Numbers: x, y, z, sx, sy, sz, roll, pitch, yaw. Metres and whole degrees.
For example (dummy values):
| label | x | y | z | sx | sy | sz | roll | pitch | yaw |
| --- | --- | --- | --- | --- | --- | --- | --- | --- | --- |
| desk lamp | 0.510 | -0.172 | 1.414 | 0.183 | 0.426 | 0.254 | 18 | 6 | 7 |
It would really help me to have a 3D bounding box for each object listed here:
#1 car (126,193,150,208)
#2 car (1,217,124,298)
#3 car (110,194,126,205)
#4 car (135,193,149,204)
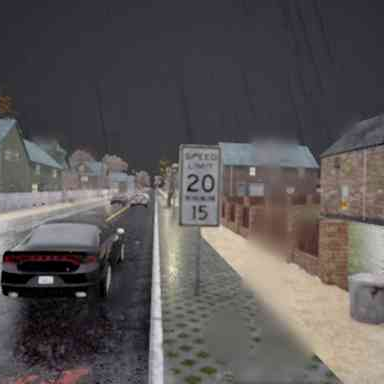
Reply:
| label | x | y | z | sx | sy | sz | roll | pitch | yaw |
| --- | --- | --- | --- | --- | --- | --- | --- | --- | --- |
| car | -6.063 | 1.062 | 38.700 | 2.033 | 1.411 | 5.357 | 2 | 1 | -6 |
| car | -2.809 | 1.355 | 8.259 | 1.882 | 1.535 | 5.008 | 2 | 0 | -6 |
| car | -9.344 | 0.928 | 42.960 | 2.033 | 1.411 | 5.357 | 2 | 1 | -6 |
| car | -7.161 | 0.921 | 48.337 | 1.812 | 1.442 | 4.674 | 2 | 1 | -6 |
